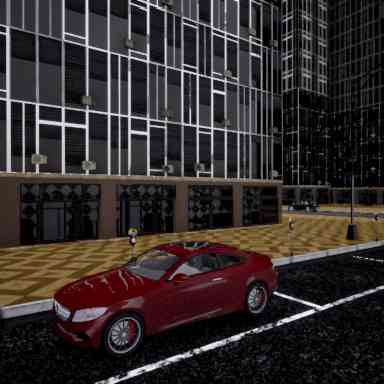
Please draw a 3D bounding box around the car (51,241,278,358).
[{"bbox_3d":[-0.237,1.582,5.932,4.206,1.307,1.802,0,0,-36],"label":"car"}]

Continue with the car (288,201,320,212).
[{"bbox_3d":[15.143,1.899,45.275,2.008,1.369,4.403,-1,0,-36],"label":"car"}]
